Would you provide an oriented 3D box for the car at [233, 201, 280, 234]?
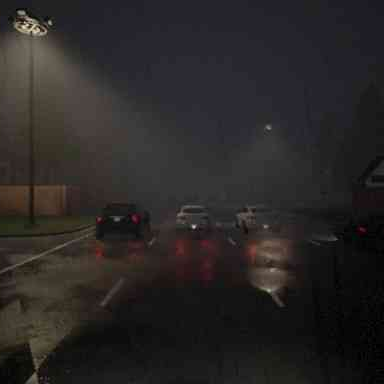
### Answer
[{"bbox_3d":[3.587,1.436,18.521,1.812,1.442,4.674,0,0,0],"label":"car"}]

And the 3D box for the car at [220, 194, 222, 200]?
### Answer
[{"bbox_3d":[7.003,1.029,71.058,1.812,1.442,4.674,0,0,0],"label":"car"}]

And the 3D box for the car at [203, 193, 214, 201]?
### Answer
[{"bbox_3d":[3.503,1.045,71.058,2.033,1.411,5.357,0,0,0],"label":"car"}]

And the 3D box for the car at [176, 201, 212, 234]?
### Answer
[{"bbox_3d":[0.087,1.436,18.475,1.812,1.442,4.674,0,0,0],"label":"car"}]

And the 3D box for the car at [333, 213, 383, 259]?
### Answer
[{"bbox_3d":[7.099,1.488,12.156,2.033,1.411,5.357,0,0,0],"label":"car"}]

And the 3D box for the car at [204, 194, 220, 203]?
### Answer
[{"bbox_3d":[3.503,1.254,60.640,2.033,1.411,5.357,0,0,0],"label":"car"}]

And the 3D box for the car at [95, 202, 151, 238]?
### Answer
[{"bbox_3d":[-3.401,1.268,17.203,2.097,1.767,4.553,0,0,0],"label":"car"}]

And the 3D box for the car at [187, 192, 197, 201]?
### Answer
[{"bbox_3d":[0.003,1.198,60.638,2.128,1.511,4.902,0,0,0],"label":"car"}]

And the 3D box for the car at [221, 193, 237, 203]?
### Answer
[{"bbox_3d":[7.003,1.269,61.055,1.994,1.385,4.181,0,0,0],"label":"car"}]

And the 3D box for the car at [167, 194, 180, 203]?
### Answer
[{"bbox_3d":[-3.497,1.254,60.640,2.033,1.411,5.357,0,0,0],"label":"car"}]

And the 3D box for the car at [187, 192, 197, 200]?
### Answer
[{"bbox_3d":[0.003,0.860,71.027,2.097,1.767,4.553,0,0,0],"label":"car"}]

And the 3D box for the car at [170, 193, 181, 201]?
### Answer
[{"bbox_3d":[-3.497,1.045,71.058,2.033,1.411,5.357,0,0,0],"label":"car"}]
